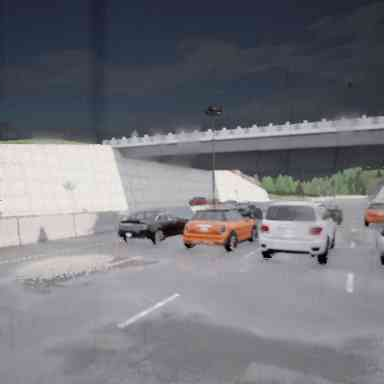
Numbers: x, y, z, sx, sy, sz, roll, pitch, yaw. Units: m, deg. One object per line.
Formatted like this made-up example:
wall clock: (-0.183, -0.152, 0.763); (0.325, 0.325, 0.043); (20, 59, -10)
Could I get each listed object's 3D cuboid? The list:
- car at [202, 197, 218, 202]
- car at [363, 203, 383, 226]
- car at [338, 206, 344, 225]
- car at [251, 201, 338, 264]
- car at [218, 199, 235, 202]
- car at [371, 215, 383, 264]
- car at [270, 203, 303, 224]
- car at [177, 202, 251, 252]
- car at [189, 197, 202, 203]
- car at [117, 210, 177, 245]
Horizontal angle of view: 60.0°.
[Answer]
car: (4.470, 2.090, 68.962); (2.097, 1.767, 4.553); (0, -1, 26)
car: (14.327, 1.615, 25.469); (2.097, 1.767, 4.553); (0, -1, 27)
car: (11.219, 1.776, 27.080); (2.128, 1.511, 4.902); (0, -1, 27)
car: (4.190, 1.360, 12.793); (2.150, 2.045, 5.566); (0, 0, 26)
car: (7.656, 2.232, 67.512); (2.128, 1.511, 4.902); (0, -1, 26)
car: (7.635, 1.724, 11.847); (1.895, 1.301, 4.718); (0, -1, 27)
car: (8.417, 1.786, 29.295); (1.882, 1.535, 5.008); (0, 0, 27)
car: (1.432, 1.513, 15.090); (2.097, 1.767, 4.553); (0, -1, 27)
car: (1.300, 1.978, 70.449); (2.150, 2.045, 5.566); (0, -1, 26)
car: (-1.676, 1.674, 16.702); (2.128, 1.511, 4.902); (0, -1, 27)
